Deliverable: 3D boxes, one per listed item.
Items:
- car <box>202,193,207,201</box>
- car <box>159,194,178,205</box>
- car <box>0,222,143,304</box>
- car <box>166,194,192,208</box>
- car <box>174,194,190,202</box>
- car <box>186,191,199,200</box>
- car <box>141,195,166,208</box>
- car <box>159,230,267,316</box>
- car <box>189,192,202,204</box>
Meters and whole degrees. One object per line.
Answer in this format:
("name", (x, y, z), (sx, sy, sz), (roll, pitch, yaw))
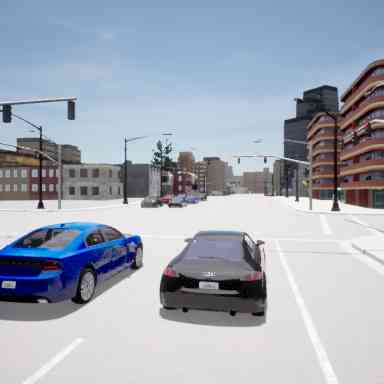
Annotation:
("car", (1.867, 1.052, 66.114), (1.837, 1.490, 4.892), (0, 1, 12))
("car", (-3.800, 1.226, 55.474), (1.882, 1.535, 5.008), (0, 1, 11))
("car", (-2.748, 1.478, 8.283), (1.882, 1.535, 5.008), (0, 0, 11))
("car", (-1.925, 1.409, 46.886), (2.033, 1.411, 5.357), (0, 1, 11))
("car", (-1.895, 1.125, 65.126), (2.033, 1.411, 5.357), (0, 1, 11))
("car", (0.048, 0.752, 74.930), (2.097, 1.767, 4.553), (0, 1, 11))
("car", (-5.561, 1.230, 46.508), (2.097, 1.767, 4.553), (0, 1, 11))
("car", (0.689, 1.564, 7.637), (1.994, 1.385, 4.181), (0, 0, 12))
("car", (-0.091, 1.249, 56.291), (1.812, 1.442, 4.674), (0, 1, 11))
